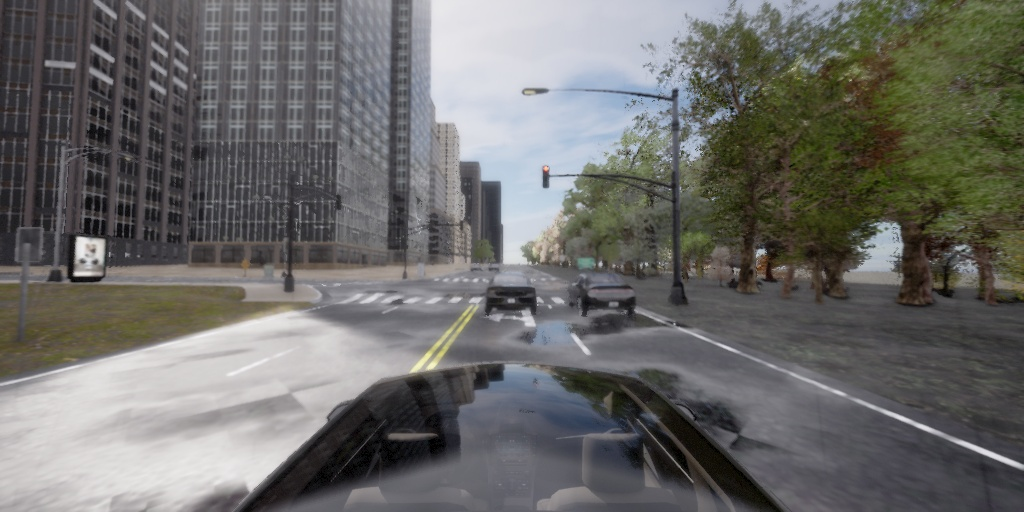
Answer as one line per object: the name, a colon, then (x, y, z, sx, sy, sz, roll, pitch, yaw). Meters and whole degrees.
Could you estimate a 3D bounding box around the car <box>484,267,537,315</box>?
car: (-0.098, 1.400, 14.609, 1.882, 1.535, 5.008, 0, -1, -2)

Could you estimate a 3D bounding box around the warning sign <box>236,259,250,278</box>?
warning sign: (-26.156, 1.166, 35.119, 1.060, 1.860, 1.300, 0, 0, -4)

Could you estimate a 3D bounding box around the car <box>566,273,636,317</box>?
car: (3.290, 1.396, 13.951, 2.128, 1.511, 4.902, 0, -1, 0)
